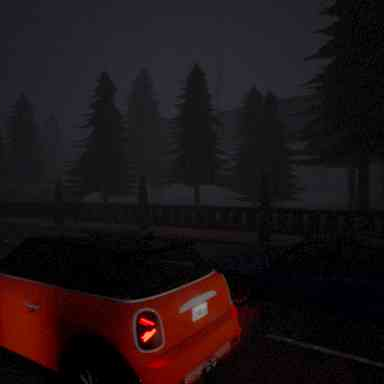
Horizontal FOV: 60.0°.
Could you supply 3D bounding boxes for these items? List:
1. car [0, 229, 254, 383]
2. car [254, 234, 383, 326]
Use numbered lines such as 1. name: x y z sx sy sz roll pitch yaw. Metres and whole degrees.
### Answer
1. car: -1.682 1.325 4.840 4.553 1.767 2.097 0 0 34
2. car: 2.705 1.524 6.217 5.357 1.411 2.033 0 0 34
